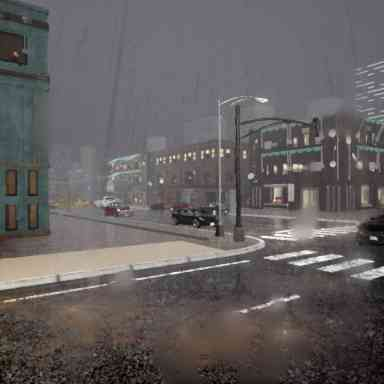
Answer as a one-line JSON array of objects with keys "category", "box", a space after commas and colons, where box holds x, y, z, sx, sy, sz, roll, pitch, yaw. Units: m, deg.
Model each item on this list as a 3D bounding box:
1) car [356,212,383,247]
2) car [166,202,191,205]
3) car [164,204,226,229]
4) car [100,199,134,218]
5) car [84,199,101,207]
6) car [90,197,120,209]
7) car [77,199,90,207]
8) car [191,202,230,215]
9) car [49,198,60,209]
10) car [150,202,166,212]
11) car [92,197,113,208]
[{"category": "car", "box": [8.866, 1.474, 13.958, 5.008, 1.535, 1.882, 0, 0, -35]}, {"category": "car", "box": [-0.979, 1.904, 40.355, 1.802, 1.307, 4.206, -2, 0, -35]}, {"category": "car", "box": [0.102, 1.815, 24.115, 1.947, 1.339, 4.313, -1, 0, -35]}, {"category": "car", "box": [-7.820, 1.846, 35.510, 1.967, 1.590, 4.097, -1, 0, -35]}, {"category": "car", "box": [-20.169, 2.228, 67.460, 1.887, 1.381, 4.507, -1, 0, -35]}, {"category": "car", "box": [-14.476, 1.784, 54.946, 2.150, 2.045, 5.566, -1, -1, -36]}, {"category": "car", "box": [-21.646, 2.175, 65.075, 1.882, 1.535, 5.008, -1, 0, -35]}, {"category": "car", "box": [2.219, 1.810, 35.837, 2.008, 1.369, 4.403, -2, 0, -35]}, {"category": "car", "box": [-23.711, 2.233, 57.960, 1.752, 1.417, 4.829, -1, 0, -35]}, {"category": "car", "box": [-4.176, 1.966, 44.872, 1.802, 1.307, 4.206, -1, 0, -35]}, {"category": "car", "box": [-16.976, 1.940, 62.942, 2.192, 1.841, 5.009, -1, 0, -35]}]
